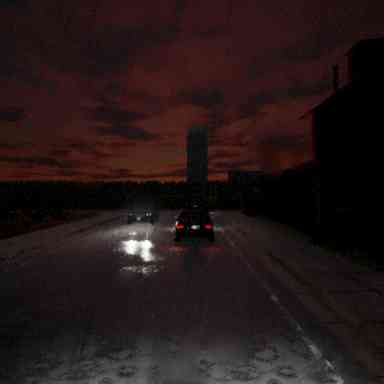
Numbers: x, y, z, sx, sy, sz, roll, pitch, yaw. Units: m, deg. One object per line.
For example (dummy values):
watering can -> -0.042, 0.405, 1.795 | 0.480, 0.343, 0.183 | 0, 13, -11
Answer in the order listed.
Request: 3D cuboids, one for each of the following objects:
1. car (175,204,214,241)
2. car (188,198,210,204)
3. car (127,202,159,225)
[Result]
car -> 0.103, 1.563, 16.699 | 2.033, 1.411, 5.357 | 0, 0, 0
car -> 0.682, 1.384, 33.269 | 2.097, 1.767, 4.553 | 0, 0, 9
car -> -3.535, 1.515, 24.673 | 2.128, 1.511, 4.902 | 0, 0, 1
